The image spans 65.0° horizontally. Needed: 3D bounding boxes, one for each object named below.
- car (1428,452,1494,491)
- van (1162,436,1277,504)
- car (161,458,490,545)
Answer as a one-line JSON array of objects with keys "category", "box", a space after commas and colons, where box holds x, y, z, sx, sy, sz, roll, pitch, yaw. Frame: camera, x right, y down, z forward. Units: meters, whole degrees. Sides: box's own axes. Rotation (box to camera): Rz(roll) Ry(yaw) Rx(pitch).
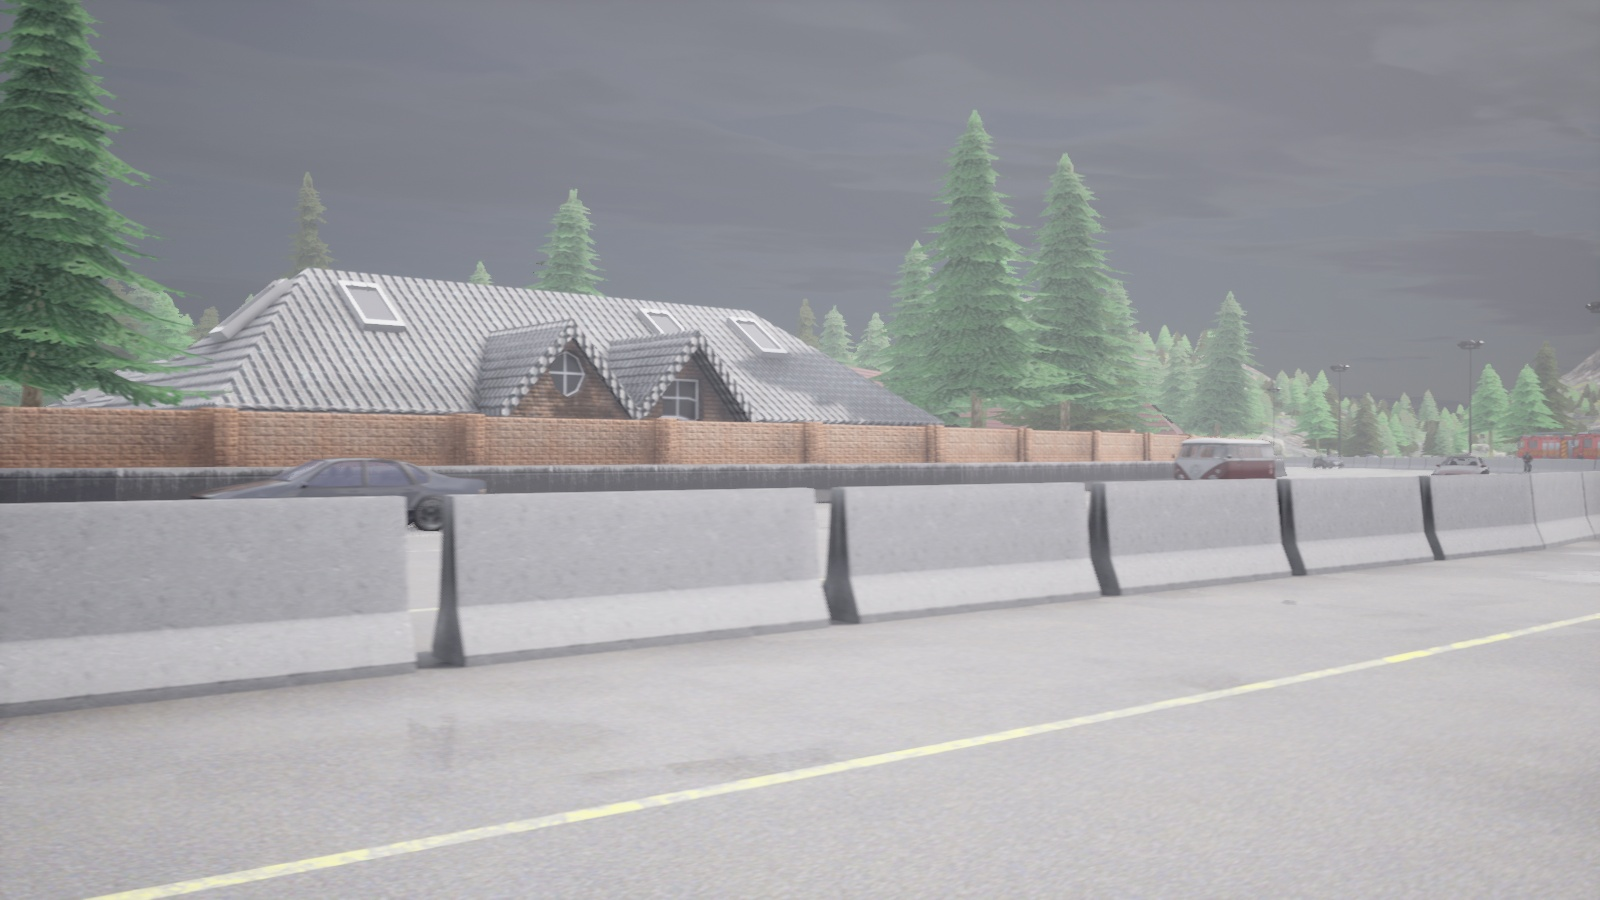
[{"category": "car", "box": [26.447, 0.835, 50.206, 1.816, 1.474, 4.193, 0, 0, 35]}, {"category": "van", "box": [13.076, 0.574, 39.001, 1.775, 1.987, 4.442, 0, 0, 42]}, {"category": "car", "box": [-8.714, 0.877, 23.353, 5.357, 1.411, 2.033, 0, 0, -37]}]
